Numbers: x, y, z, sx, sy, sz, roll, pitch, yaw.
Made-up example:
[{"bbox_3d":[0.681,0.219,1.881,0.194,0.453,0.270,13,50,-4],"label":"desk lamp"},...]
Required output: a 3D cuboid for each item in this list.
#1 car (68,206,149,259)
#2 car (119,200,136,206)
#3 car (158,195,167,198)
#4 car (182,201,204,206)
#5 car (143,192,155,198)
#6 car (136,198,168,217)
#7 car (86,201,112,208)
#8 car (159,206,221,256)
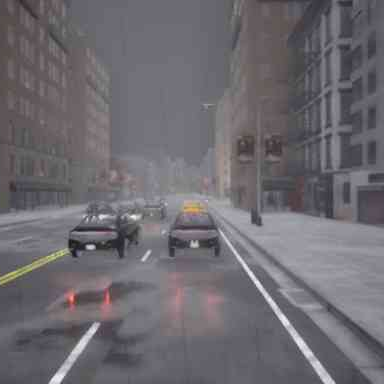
[{"bbox_3d":[-3.160,1.521,12.818,2.128,1.511,4.902,0,0,0],"label":"car"},{"bbox_3d":[-6.602,1.607,35.003,1.812,1.442,4.674,0,0,0],"label":"car"},{"bbox_3d":[-6.505,1.470,75.298,2.033,1.411,5.357,0,0,0],"label":"car"},{"bbox_3d":[0.092,1.548,30.151,1.882,1.535,5.008,0,0,0],"label":"car"},{"bbox_3d":[-9.755,1.099,75.961,2.150,2.045,5.566,0,0,0],"label":"car"},{"bbox_3d":[-3.159,1.558,28.604,2.128,1.511,4.902,0,0,0],"label":"car"},{"bbox_3d":[-9.846,1.647,35.506,1.994,1.385,4.181,0,0,0],"label":"car"},{"bbox_3d":[0.091,1.522,13.243,2.128,1.511,4.902,0,0,0],"label":"car"}]
